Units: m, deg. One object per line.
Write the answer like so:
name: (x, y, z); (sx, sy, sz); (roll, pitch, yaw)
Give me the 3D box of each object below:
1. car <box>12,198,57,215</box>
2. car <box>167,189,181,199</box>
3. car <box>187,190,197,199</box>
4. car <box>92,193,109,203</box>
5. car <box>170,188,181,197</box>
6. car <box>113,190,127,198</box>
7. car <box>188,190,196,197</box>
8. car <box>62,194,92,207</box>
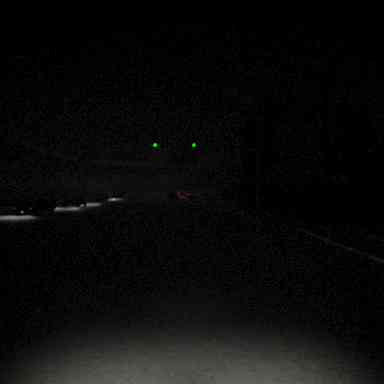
car: (-14.096, 1.228, 30.238); (2.033, 1.411, 5.357); (0, 1, 0)
car: (-3.488, 0.477, 61.275); (1.882, 1.535, 5.008); (0, 2, 0)
car: (0.012, 0.512, 61.870); (1.812, 1.442, 4.674); (0, 2, 0)
car: (-14.012, 0.874, 50.350); (1.895, 1.301, 4.718); (0, 1, 0)
car: (-3.486, 0.083, 71.511); (2.097, 1.767, 4.553); (0, 2, 0)
car: (-13.988, 0.392, 64.727); (2.128, 1.511, 4.902); (0, 2, 0)
car: (0.014, 0.242, 71.995); (1.812, 1.442, 4.674); (0, 2, 0)
car: (-14.071, 1.025, 40.193); (1.812, 1.442, 4.674); (0, 1, 0)
